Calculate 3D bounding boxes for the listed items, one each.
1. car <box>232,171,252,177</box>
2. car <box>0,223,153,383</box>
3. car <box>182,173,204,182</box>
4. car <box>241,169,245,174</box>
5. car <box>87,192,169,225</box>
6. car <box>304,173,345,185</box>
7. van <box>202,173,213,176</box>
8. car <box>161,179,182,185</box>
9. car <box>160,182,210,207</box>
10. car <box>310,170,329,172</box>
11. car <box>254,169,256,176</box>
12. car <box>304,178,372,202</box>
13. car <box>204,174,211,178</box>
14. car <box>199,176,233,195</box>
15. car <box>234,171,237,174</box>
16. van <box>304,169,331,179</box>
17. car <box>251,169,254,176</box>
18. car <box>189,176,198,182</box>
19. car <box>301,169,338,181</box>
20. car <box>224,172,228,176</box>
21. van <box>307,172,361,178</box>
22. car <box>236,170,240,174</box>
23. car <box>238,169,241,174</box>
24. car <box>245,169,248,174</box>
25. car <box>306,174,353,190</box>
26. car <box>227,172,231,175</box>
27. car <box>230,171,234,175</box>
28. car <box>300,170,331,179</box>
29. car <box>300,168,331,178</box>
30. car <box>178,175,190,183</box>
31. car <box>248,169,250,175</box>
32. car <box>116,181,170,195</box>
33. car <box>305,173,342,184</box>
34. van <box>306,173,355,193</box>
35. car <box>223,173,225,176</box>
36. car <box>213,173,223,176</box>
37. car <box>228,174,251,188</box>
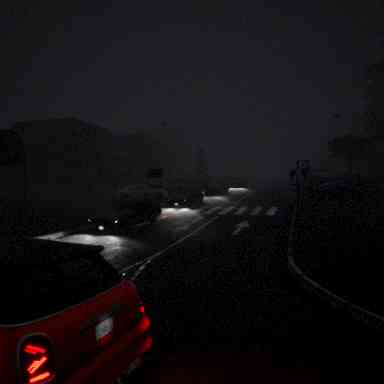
[{"bbox_3d":[13.424,-4.865,89.544,4.892,1.521,2.231,-2,4,-2],"label":"car"},{"bbox_3d":[-2.846,1.352,4.032,4.553,1.767,2.097,0,0,21],"label":"car"},{"bbox_3d":[-1.205,-1.081,41.981,4.553,1.767,2.185,-2,5,-3],"label":"car"},{"bbox_3d":[9.069,-3.940,75.573,4.553,1.767,2.185,-2,4,-3],"label":"car"},{"bbox_3d":[-3.271,1.048,17.329,2.033,1.411,5.357,0,4,17],"label":"car"},{"bbox_3d":[18.779,-1.803,47.213,4.892,1.521,2.231,-1,5,-2],"label":"car"},{"bbox_3d":[0.337,-1.656,47.592,4.442,1.987,1.878,-2,5,-3],"label":"van"},{"bbox_3d":[-3.734,-0.203,33.549,4.792,1.488,2.163,-2,4,-3],"label":"car"},{"bbox_3d":[-0.377,0.286,26.953,2.033,1.411,5.357,0,5,17],"label":"car"},{"bbox_3d":[13.987,-0.822,32.999,5.566,2.045,2.435,-1,5,-1],"label":"car"},{"bbox_3d":[14.308,-5.055,92.340,4.892,1.521,2.231,-2,4,-2],"label":"car"},{"bbox_3d":[12.105,-0.081,27.363,5.008,1.535,2.097,-1,5,-1],"label":"car"},{"bbox_3d":[-0.391,-1.196,44.811,5.008,1.535,2.097,-2,4,-3],"label":"car"},{"bbox_3d":[2.679,-0.600,36.419,1.882,1.535,5.008,0,5,20],"label":"car"},{"bbox_3d":[5.592,-2.874,64.405,4.892,1.521,2.231,-2,5,-3],"label":"car"},{"bbox_3d":[24.319,-3.510,64.337,4.442,1.987,1.878,-1,4,-3],"label":"van"},{"bbox_3d":[12.501,-4.915,86.735,5.566,2.045,2.435,-2,4,-2],"label":"car"},{"bbox_3d":[-2.105,-0.683,39.175,4.792,1.488,2.163,-2,5,-3],"label":"car"},{"bbox_3d":[22.466,-3.043,58.625,5.566,2.045,2.435,-1,4,-3],"label":"car"},{"bbox_3d":[3.044,-2.128,56.020,4.792,1.488,2.163,-2,4,-3],"label":"car"},{"bbox_3d":[13.178,-0.553,30.180,4.442,1.987,1.878,-1,4,-1],"label":"van"},{"bbox_3d":[6.451,-3.115,67.203,5.008,1.535,2.097,-2,5,-3],"label":"car"},{"bbox_3d":[7.336,-3.479,69.988,4.553,1.767,2.185,-2,4,-3],"label":"car"},{"bbox_3d":[9.920,-4.037,78.379,5.008,1.535,2.097,-2,4,-3],"label":"car"},{"bbox_3d":[15.896,-1.190,38.685,4.553,1.767,2.185,-1,5,-1],"label":"car"},{"bbox_3d":[3.861,-2.396,58.819,5.008,1.535,2.097,-2,4,-3],"label":"car"},{"bbox_3d":[4.730,-2.635,61.612,4.892,1.521,2.231,-2,5,-3],"label":"car"},{"bbox_3d":[24.903,-3.524,67.190,5.366,1.575,1.946,-1,5,-3],"label":"car"},{"bbox_3d":[25.999,-4.009,70.033,5.566,2.045,2.435,-1,4,-3],"label":"car"},{"bbox_3d":[-2.895,-0.599,36.348,4.553,1.767,2.185,-2,5,-3],"label":"car"},{"bbox_3d":[10.780,-4.251,81.174,5.008,1.535,2.097,-2,4,-2],"label":"car"},{"bbox_3d":[-4.605,0.050,30.729,4.674,1.452,2.002,-2,4,-3],"label":"car"},{"bbox_3d":[19.732,-2.022,50.071,4.792,1.488,2.163,-1,4,-2],"label":"car"},{"bbox_3d":[14.855,-1.042,35.832,4.442,1.987,1.878,-1,5,-1],"label":"van"},{"bbox_3d":[2.154,-1.916,53.220,5.008,1.535,2.097,-2,4,-3],"label":"car"},{"bbox_3d":[1.497,-1.687,50.427,5.366,1.575,1.946,-2,4,-3],"label":"car"},{"bbox_3d":[6.401,-1.339,45.802,1.994,1.385,4.181,0,5,20],"label":"car"}]
